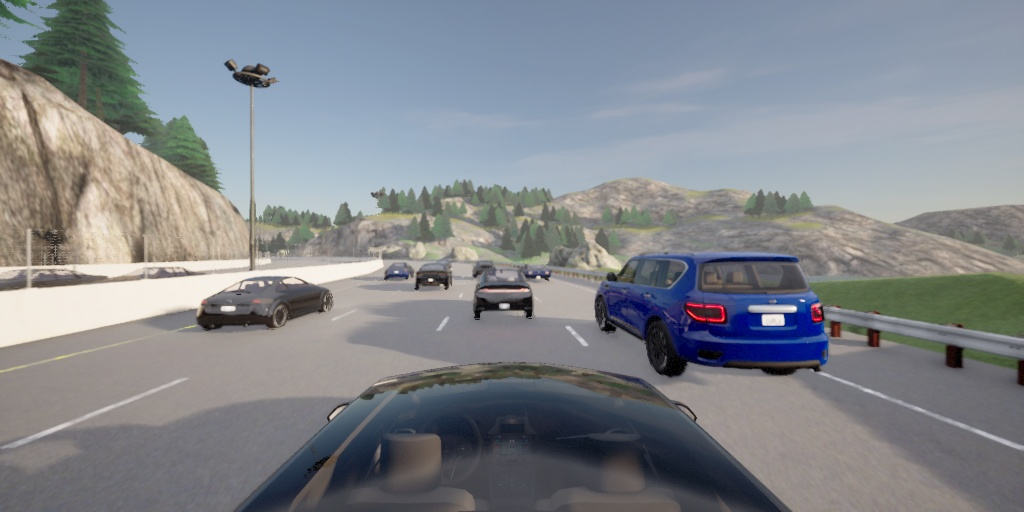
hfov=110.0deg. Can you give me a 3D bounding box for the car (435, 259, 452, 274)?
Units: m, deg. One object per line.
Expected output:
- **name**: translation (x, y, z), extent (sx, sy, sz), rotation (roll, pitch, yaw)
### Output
- **car**: translation (-7.701, 1.123, 40.221), extent (1.812, 1.442, 4.674), rotation (0, 0, -12)

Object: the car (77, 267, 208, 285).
- **car**: translation (-18.452, 1.262, 18.669), extent (2.033, 1.411, 5.357), rotation (0, 0, -6)

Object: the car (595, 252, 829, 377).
- **car**: translation (3.409, 0.939, 7.494), extent (2.150, 2.045, 5.566), rotation (0, 0, -2)

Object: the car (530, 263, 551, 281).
- **car**: translation (1.607, 1.233, 27.933), extent (1.895, 1.301, 4.718), rotation (0, 0, -8)

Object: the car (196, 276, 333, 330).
- **car**: translation (-7.281, 1.288, 11.070), extent (1.994, 1.385, 4.181), rotation (0, 0, -3)

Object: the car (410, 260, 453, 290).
- **car**: translation (-4.700, 1.149, 21.985), extent (1.882, 1.535, 5.008), rotation (0, 0, -6)

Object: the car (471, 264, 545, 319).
- **car**: translation (-0.360, 1.195, 12.557), extent (2.128, 1.511, 4.902), rotation (0, 0, -4)

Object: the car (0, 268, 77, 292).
- **car**: translation (-21.785, 1.279, 16.360), extent (2.033, 1.411, 5.357), rotation (0, 0, -4)

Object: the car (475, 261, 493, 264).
- **car**: translation (-2.461, 1.131, 31.323), extent (1.837, 1.490, 4.892), rotation (0, 0, -9)

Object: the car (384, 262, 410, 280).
- **car**: translation (-9.342, 1.210, 30.023), extent (1.994, 1.385, 4.181), rotation (0, 0, -9)
